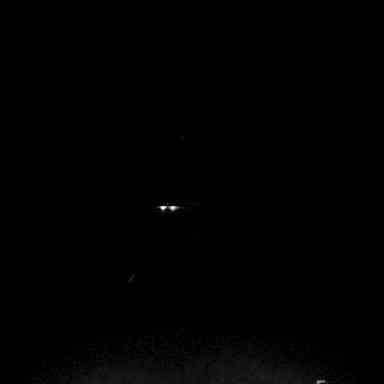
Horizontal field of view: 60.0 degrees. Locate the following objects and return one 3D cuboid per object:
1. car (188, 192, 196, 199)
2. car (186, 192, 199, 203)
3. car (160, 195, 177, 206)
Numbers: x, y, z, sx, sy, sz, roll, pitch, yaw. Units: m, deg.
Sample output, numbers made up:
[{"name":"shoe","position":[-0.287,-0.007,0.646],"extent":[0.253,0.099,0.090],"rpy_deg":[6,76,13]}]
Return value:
[{"name":"car","position":[-0.011,0.763,72.195],"extent":[1.837,1.490,4.892],"rpy_deg":[0,1,0]},{"name":"car","position":[0.093,0.942,53.789],"extent":[1.882,1.535,5.008],"rpy_deg":[0,1,0]},{"name":"car","position":[-3.041,1.116,44.196],"extent":[2.033,1.411,5.357],"rpy_deg":[0,1,1]}]
